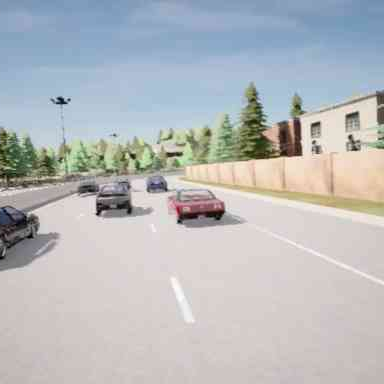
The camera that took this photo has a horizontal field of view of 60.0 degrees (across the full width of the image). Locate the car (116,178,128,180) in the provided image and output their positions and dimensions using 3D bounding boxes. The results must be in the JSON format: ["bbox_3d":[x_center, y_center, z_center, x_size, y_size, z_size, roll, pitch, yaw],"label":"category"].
[{"bbox_3d":[-8.072,-0.858,38.650,2.128,1.511,4.902,-4,4,-10],"label":"car"}]

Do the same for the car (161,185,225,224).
[{"bbox_3d":[-0.051,0.503,14.729,1.895,1.301,4.718,-4,4,-10],"label":"car"}]

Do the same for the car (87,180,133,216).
[{"bbox_3d":[-4.382,0.352,18.869,2.128,1.511,4.902,-4,4,-10],"label":"car"}]

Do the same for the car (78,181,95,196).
[{"bbox_3d":[-11.087,-0.458,35.783,1.837,1.490,4.892,-4,5,-10],"label":"car"}]

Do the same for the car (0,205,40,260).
[{"bbox_3d":[-6.329,1.143,10.285,2.033,1.411,5.357,-4,4,-10],"label":"car"}]

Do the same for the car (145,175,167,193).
[{"bbox_3d":[-3.837,-0.982,34.935,2.097,1.767,4.553,-4,4,-10],"label":"car"}]
